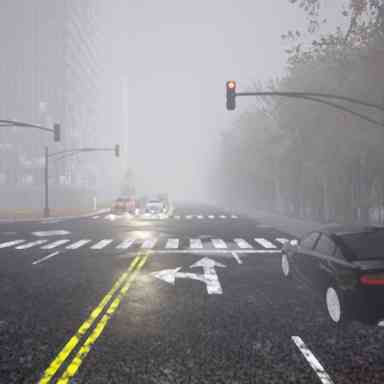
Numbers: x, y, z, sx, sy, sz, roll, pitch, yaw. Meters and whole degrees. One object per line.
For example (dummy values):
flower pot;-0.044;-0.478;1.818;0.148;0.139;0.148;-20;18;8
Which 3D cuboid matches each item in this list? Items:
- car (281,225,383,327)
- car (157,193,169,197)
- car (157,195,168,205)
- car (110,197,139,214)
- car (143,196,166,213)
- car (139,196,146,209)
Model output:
car;3.314;1.439;7.058;1.882;1.535;5.008;-3;-1;1
car;-5.373;1.215;59.856;2.150;2.045;5.566;0;1;-4
car;-4.615;1.523;46.469;1.812;1.442;4.674;0;0;-3
car;-7.375;1.348;35.866;2.097;1.767;4.553;0;0;-2
car;-4.178;1.521;37.377;1.812;1.442;4.674;0;0;-6
car;-7.754;1.561;44.488;1.994;1.385;4.181;0;0;-2
